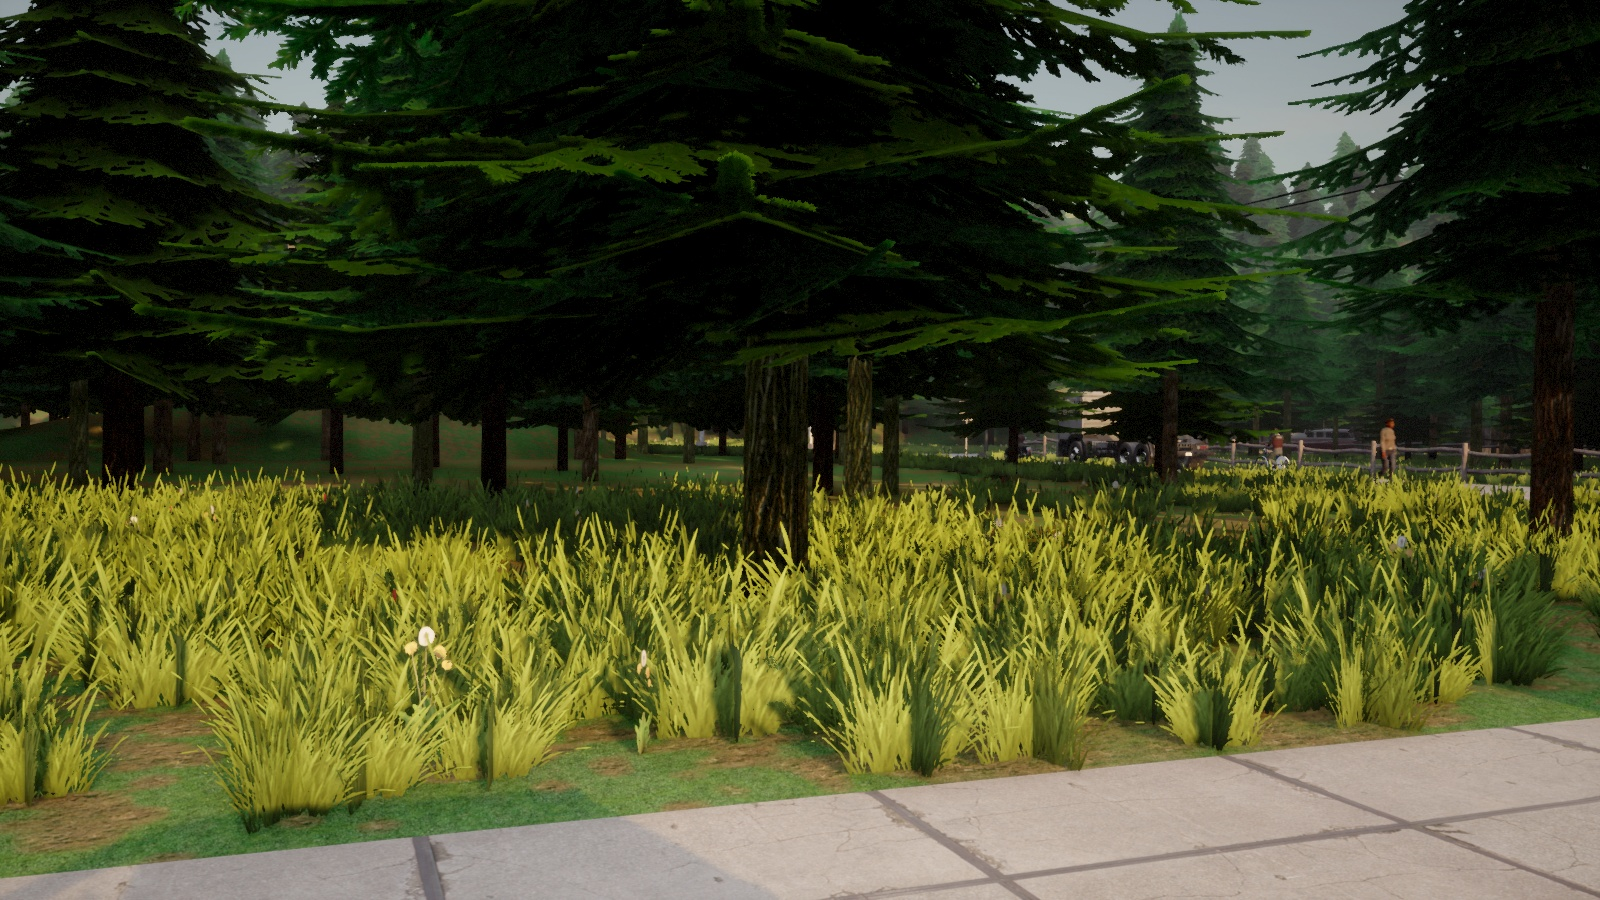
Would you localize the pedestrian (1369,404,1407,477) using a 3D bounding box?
[{"bbox_3d":[14.774,-0.250,31.542,0.328,1.805,0.869,-1,1,-22],"label":"pedestrian"}]

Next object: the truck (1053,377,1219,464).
[{"bbox_3d":[14.276,-1.246,54.160,2.891,3.462,7.936,-1,1,-20],"label":"truck"}]

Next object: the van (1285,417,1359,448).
[{"bbox_3d":[34.156,-1.156,82.235,4.442,1.987,1.775,0,1,21],"label":"van"}]

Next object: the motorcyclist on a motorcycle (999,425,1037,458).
[{"bbox_3d":[10.977,-0.428,63.368,0.766,1.649,2.350,-1,1,-21],"label":"motorcyclist on a motorcycle"}]

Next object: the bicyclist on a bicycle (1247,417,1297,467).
[{"bbox_3d":[17.237,-0.291,45.889,0.659,1.776,1.843,-1,1,-20],"label":"bicyclist on a bicycle"}]
